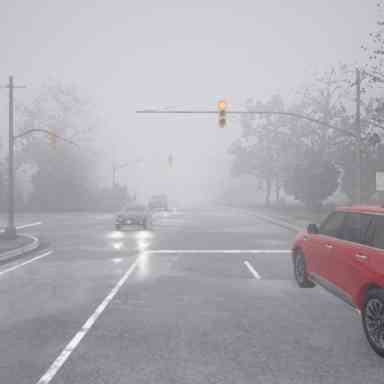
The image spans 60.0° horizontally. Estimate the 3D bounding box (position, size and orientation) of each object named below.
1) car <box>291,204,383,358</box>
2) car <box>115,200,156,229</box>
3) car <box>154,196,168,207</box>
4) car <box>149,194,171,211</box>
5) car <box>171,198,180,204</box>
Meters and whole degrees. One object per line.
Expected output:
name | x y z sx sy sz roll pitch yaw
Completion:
car | 3.591 1.221 6.091 2.150 2.045 5.566 0 0 0
car | -3.650 1.507 21.518 1.837 1.490 4.892 0 0 0
car | -5.394 1.645 57.085 2.097 1.767 4.553 0 -1 -8
car | -4.091 1.282 41.939 2.150 2.045 5.566 0 0 -2
car | -4.636 2.316 83.215 1.882 1.535 5.008 0 -1 -22
